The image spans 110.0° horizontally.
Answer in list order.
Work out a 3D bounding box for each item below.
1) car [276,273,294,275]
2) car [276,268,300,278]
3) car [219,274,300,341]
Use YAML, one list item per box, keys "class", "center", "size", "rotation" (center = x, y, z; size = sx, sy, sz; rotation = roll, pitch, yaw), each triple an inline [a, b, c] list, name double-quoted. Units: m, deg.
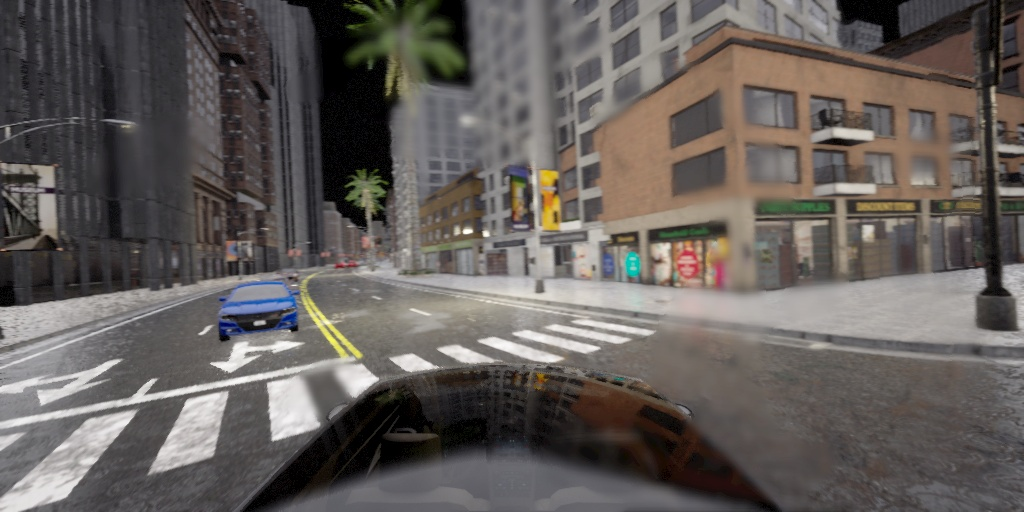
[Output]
- class: "car"
  center: [-15.317, 2.007, 23.063]
  size: [1.895, 1.301, 4.718]
  rotation: [-3, 0, -31]
- class: "car"
  center: [-25.240, 2.144, 40.429]
  size: [2.097, 1.767, 4.553]
  rotation: [-3, 1, -28]
- class: "car"
  center: [-8.147, 1.584, 11.718]
  size: [1.882, 1.535, 5.008]
  rotation: [-3, 0, -33]
